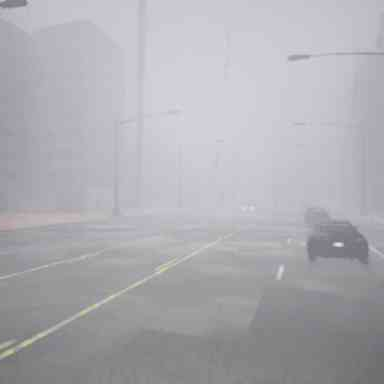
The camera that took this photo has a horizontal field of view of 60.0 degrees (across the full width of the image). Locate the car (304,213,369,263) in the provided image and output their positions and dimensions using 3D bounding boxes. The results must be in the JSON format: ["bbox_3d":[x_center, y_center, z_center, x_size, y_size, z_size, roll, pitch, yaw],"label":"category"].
[{"bbox_3d":[5.452,1.735,12.863,1.994,1.385,4.181,0,-1,18],"label":"car"}]

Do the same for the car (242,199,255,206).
[{"bbox_3d":[10.839,1.933,63.417,1.895,1.301,4.718,0,1,19],"label":"car"}]

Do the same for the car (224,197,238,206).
[{"bbox_3d":[7.651,1.840,64.912,1.837,1.490,4.892,0,1,18],"label":"car"}]

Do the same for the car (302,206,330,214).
[{"bbox_3d":[10.087,1.946,27.090,1.837,1.490,4.892,0,0,18],"label":"car"}]
